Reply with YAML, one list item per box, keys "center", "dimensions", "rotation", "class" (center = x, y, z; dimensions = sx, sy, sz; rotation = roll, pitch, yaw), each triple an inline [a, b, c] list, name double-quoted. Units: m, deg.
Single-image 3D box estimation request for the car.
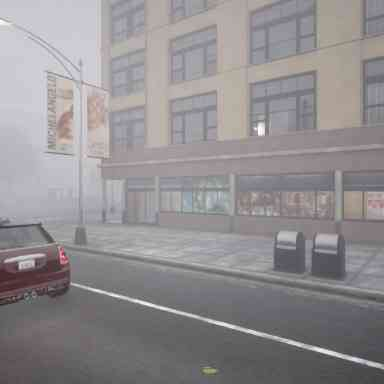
- center: [-4.763, 1.352, 7.369]
  dimensions: [4.553, 1.767, 2.097]
  rotation: [0, 0, 36]
  class: "car"
